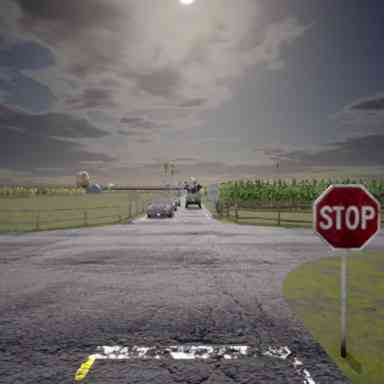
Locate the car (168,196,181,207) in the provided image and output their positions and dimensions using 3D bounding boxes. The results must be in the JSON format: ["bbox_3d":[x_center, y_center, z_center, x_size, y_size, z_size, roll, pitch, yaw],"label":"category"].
[{"bbox_3d":[-2.746,1.467,52.325,1.837,1.490,4.892,0,0,0],"label":"car"}]

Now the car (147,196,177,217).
[{"bbox_3d":[-2.806,1.336,30.440,2.097,1.767,4.553,0,0,1],"label":"car"}]

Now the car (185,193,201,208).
[{"bbox_3d":[0.187,1.187,48.765,2.150,2.045,5.566,0,0,0],"label":"car"}]

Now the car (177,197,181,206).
[{"bbox_3d":[-2.774,1.523,40.722,2.033,1.411,5.357,0,0,0],"label":"car"}]
